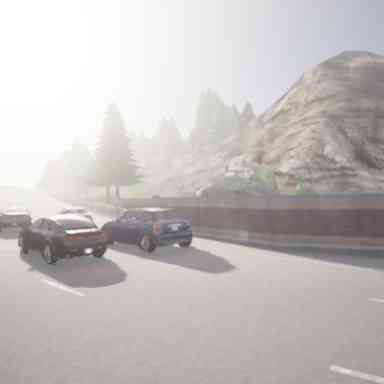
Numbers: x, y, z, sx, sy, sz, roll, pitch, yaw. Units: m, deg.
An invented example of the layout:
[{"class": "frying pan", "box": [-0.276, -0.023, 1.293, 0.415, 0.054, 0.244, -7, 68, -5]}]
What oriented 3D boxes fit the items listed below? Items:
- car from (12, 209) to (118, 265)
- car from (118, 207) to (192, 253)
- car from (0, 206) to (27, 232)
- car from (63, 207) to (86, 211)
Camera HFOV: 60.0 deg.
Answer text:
[{"class": "car", "box": [-4.898, 1.610, 12.322, 1.837, 1.490, 4.892, 0, 0, -42]}, {"class": "car", "box": [-2.104, 1.448, 14.442, 2.097, 1.767, 4.553, 0, 0, -43]}, {"class": "car", "box": [-11.550, 1.691, 21.753, 2.128, 1.511, 4.902, 0, 0, -28]}, {"class": "car", "box": [-8.082, 1.726, 22.643, 2.033, 1.411, 5.357, 0, 0, -29]}]
